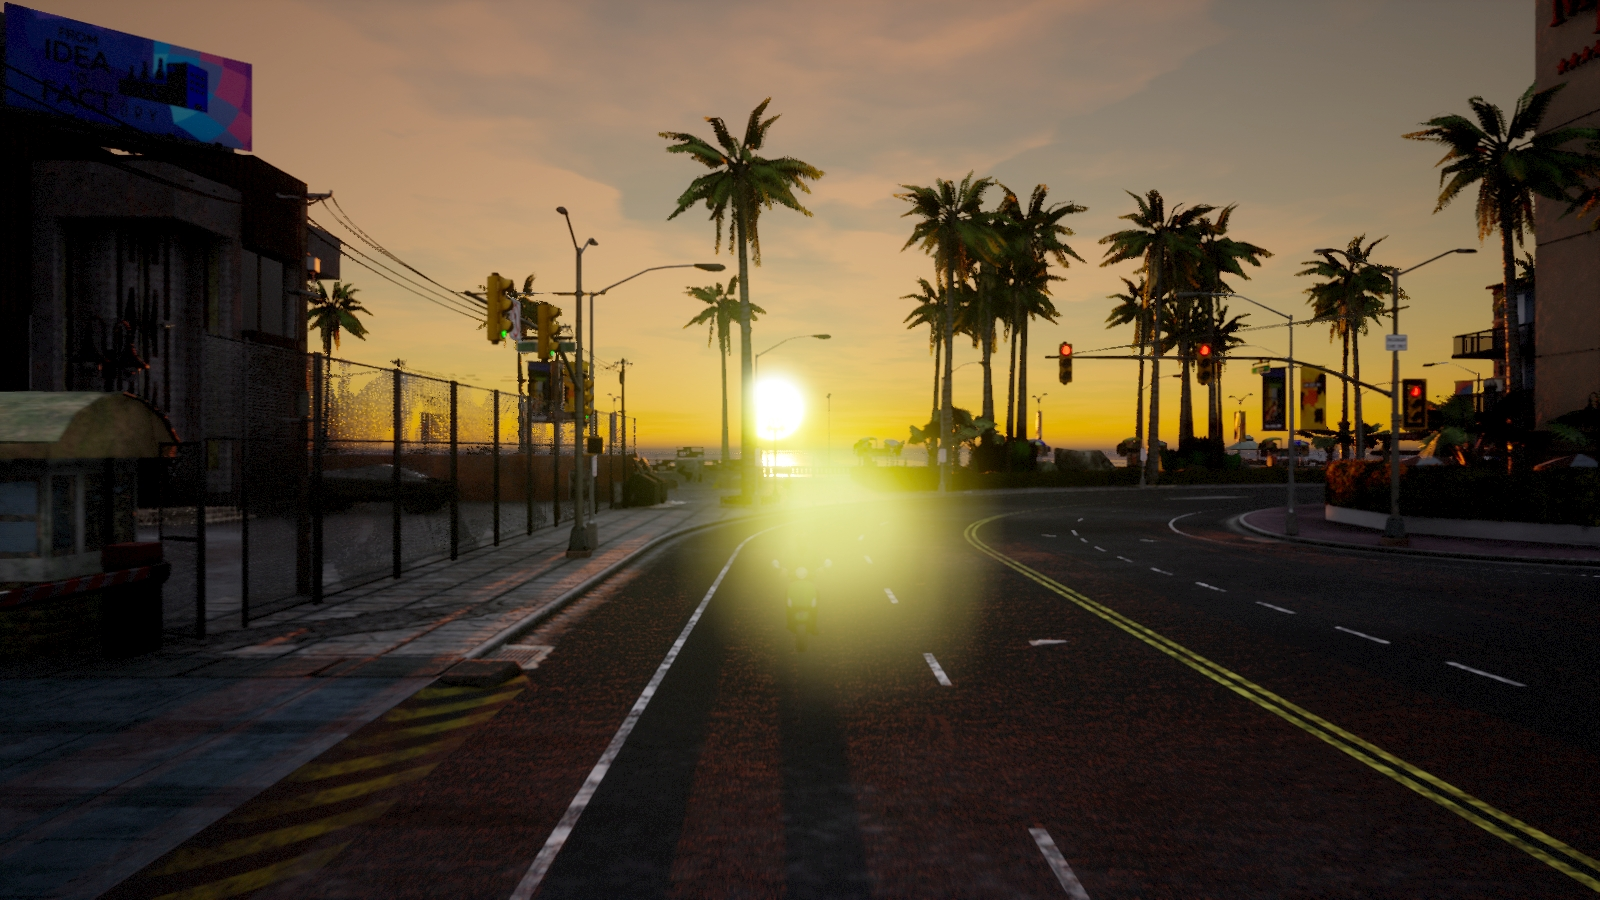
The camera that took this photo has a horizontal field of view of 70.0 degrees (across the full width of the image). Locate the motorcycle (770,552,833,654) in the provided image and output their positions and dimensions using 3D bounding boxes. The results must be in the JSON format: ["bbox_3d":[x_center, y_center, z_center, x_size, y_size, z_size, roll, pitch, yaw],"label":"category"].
[{"bbox_3d":[0.029,2.182,16.562,0.856,1.236,1.805,0,0,0],"label":"motorcycle"}]
